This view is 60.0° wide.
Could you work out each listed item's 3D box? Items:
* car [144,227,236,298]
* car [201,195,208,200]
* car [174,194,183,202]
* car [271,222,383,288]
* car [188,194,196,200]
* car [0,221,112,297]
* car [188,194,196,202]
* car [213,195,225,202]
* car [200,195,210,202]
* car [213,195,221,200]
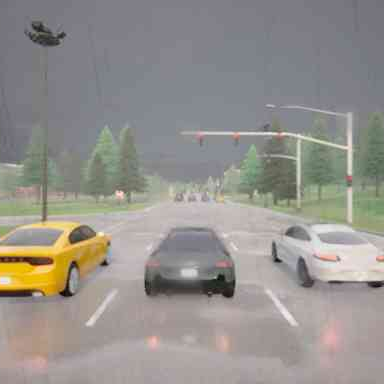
[{"bbox_3d":[0.001,1.585,8.631,1.994,1.385,4.181,0,0,2],"label":"car"},{"bbox_3d":[3.487,1.559,93.011,1.837,1.490,4.892,0,0,0],"label":"car"},{"bbox_3d":[-3.511,1.790,83.036,1.895,1.301,4.718,0,0,0],"label":"car"},{"bbox_3d":[3.518,1.548,9.205,1.812,1.442,4.674,0,0,1],"label":"car"},{"bbox_3d":[-0.013,1.414,92.981,2.097,1.767,4.553,0,0,0],"label":"car"},{"bbox_3d":[-3.489,1.499,8.660,1.882,1.535,5.008,0,0,0],"label":"car"},{"bbox_3d":[-0.011,1.550,82.977,2.097,1.767,4.553,0,0,0],"label":"car"},{"bbox_3d":[6.989,1.671,82.591,1.882,1.535,5.008,0,0,0],"label":"car"},{"bbox_3d":[3.489,1.747,83.007,1.994,1.385,4.181,0,0,0],"label":"car"},{"bbox_3d":[6.987,1.612,93.012,1.994,1.385,4.181,0,0,0],"label":"car"}]
